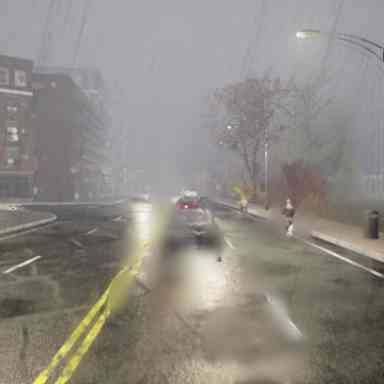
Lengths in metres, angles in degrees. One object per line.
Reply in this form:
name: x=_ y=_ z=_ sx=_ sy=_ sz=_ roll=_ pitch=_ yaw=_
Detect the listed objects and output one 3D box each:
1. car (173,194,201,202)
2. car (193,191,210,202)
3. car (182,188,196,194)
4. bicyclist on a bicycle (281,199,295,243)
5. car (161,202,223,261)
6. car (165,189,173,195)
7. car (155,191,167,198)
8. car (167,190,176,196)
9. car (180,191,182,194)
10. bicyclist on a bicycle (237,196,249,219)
car: x=-0.559 y=1.160 z=29.542 sx=1.994 sy=1.385 sz=4.181 roll=0 pitch=1 yaw=-2
car: x=1.538 y=0.918 z=49.597 sx=1.895 sy=1.301 sz=4.718 roll=0 pitch=1 yaw=-4
car: x=-0.299 y=0.252 z=70.027 sx=2.150 sy=2.045 sz=5.566 roll=0 pitch=1 yaw=-6
bicyclist on a bicycle: x=3.983 y=1.180 z=13.948 sx=0.659 sy=1.776 sz=1.843 roll=0 pitch=1 yaw=-1
car: x=-0.022 y=1.333 z=11.609 sx=2.128 sy=1.511 sz=4.902 roll=0 pitch=1 yaw=-1
car: x=-6.371 y=0.068 z=93.579 sx=1.882 sy=1.535 sz=5.008 roll=0 pitch=1 yaw=-8
car: x=-7.309 y=0.519 z=74.551 sx=1.994 sy=1.385 sz=4.181 roll=0 pitch=1 yaw=-6
car: x=-5.090 y=0.426 z=83.651 sx=1.895 sy=1.301 sz=4.718 roll=0 pitch=1 yaw=-7
car: x=-2.054 y=0.326 z=85.601 sx=1.812 sy=1.442 sz=4.674 roll=0 pitch=1 yaw=-7
bicyclist on a bicycle: x=3.739 y=1.109 z=23.959 sx=0.866 sy=1.612 sz=1.509 roll=0 pitch=1 yaw=-2
